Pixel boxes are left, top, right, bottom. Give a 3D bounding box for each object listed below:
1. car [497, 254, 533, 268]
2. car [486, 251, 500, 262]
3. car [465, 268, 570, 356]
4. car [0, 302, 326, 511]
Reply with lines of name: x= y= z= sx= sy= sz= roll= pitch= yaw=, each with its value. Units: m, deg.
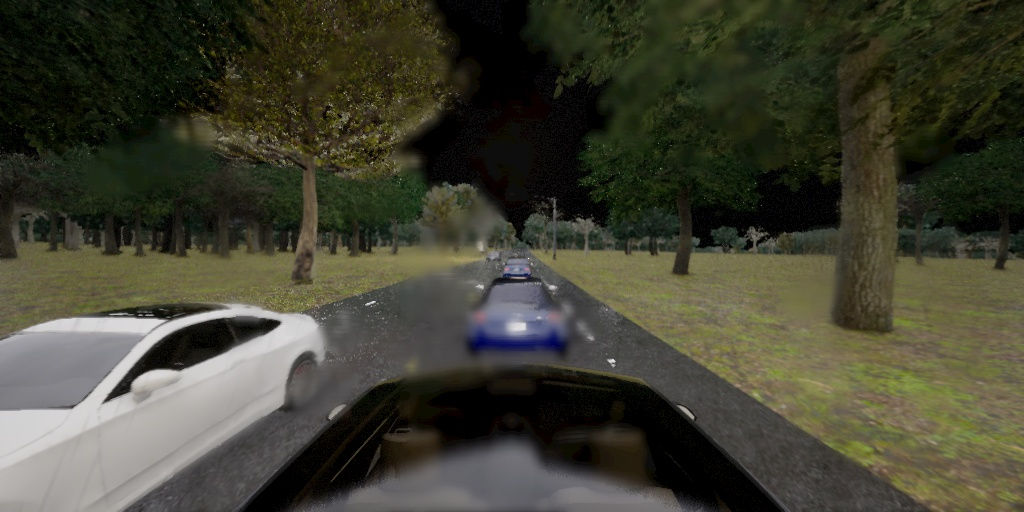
car: x=0.364 y=0.768 z=23.323 sx=2.033 sy=1.411 sz=5.357 roll=0 pitch=1 yaw=2
car: x=-2.523 y=0.082 z=49.592 sx=2.128 sy=1.511 sz=4.902 roll=0 pitch=2 yaw=2
car: x=0.122 y=1.153 z=8.211 sx=1.994 sy=1.385 sz=4.181 roll=0 pitch=1 yaw=1
car: x=-3.519 y=1.235 z=3.229 sx=1.812 sy=1.442 sz=4.674 roll=0 pitch=1 yaw=1
